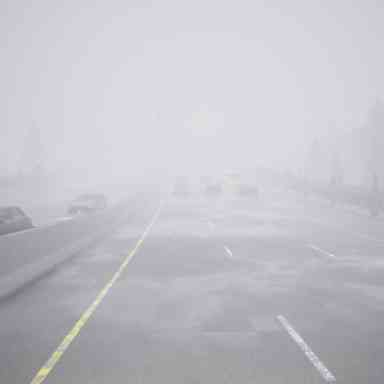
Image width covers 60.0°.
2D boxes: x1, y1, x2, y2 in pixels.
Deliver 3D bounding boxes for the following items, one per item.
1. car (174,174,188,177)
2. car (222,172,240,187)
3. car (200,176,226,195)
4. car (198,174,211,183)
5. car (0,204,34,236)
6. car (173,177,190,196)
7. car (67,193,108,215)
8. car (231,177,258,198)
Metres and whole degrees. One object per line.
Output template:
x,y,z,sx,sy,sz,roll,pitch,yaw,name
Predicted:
-1.532,-1.822,48.101,1.882,1.535,5.008,0,7,-1,car
5.492,-1.845,46.456,2.150,2.045,5.566,0,7,-2,car
2.344,-0.570,38.254,1.882,1.535,5.008,0,7,-2,car
2.012,-1.861,48.529,1.882,1.535,5.008,0,7,-2,car
-7.479,1.302,11.771,2.097,1.767,4.553,0,1,-2,car
-1.199,-0.452,37.755,2.033,1.411,5.357,0,7,-1,car
-7.861,0.795,25.596,2.033,1.411,5.357,0,5,-2,car
5.899,-0.336,36.468,1.882,1.535,5.008,0,7,-2,car
